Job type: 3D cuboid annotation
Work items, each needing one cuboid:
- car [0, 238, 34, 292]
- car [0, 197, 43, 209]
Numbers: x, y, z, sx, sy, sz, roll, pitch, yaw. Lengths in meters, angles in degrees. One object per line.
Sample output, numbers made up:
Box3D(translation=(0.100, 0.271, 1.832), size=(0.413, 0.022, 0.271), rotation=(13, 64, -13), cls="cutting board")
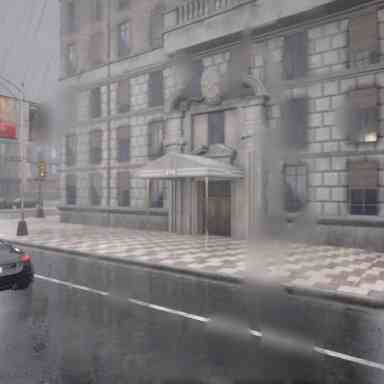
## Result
Box3D(translation=(-5.605, 1.564, 7.842), size=(4.181, 1.385, 1.994), rotation=(0, 0, 35), cls="car")
Box3D(translation=(-22.128, 1.477, 43.622), size=(1.882, 1.535, 5.008), rotation=(0, 0, 35), cls="car")
